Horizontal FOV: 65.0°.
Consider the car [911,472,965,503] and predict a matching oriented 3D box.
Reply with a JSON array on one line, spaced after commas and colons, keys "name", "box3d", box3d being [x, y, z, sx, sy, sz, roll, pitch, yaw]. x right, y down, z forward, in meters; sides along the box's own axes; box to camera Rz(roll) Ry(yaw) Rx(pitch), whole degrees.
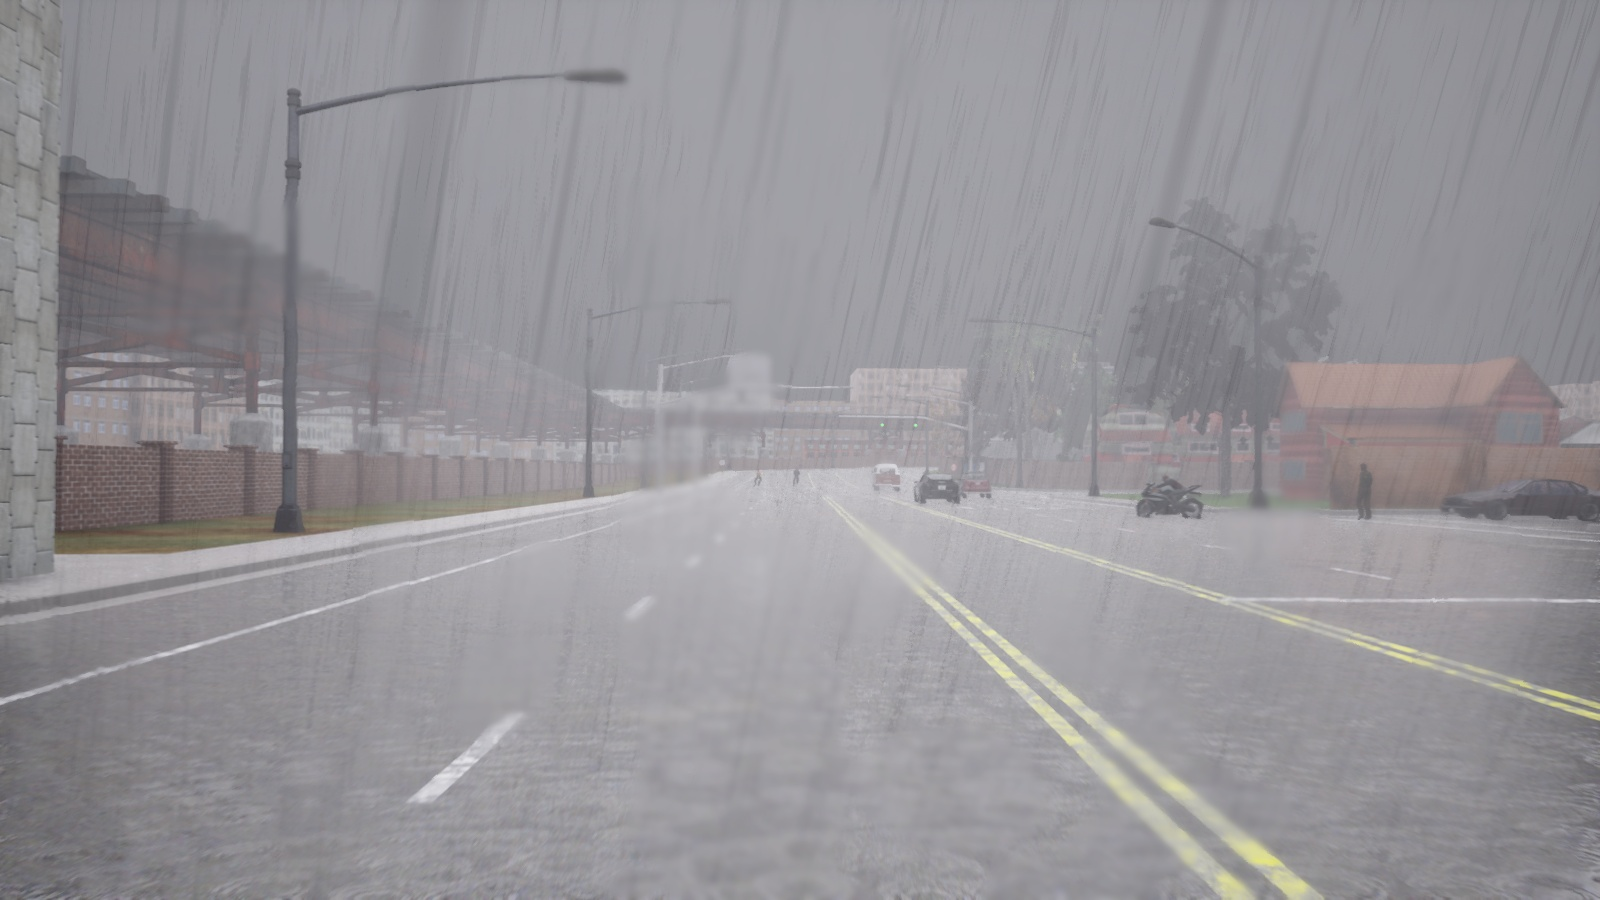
[{"name": "car", "box3d": [6.839, 1.840, 62.904, 2.163, 1.488, 4.792, 0, -1, 0]}]

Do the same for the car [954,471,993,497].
[{"name": "car", "box3d": [10.309, 2.004, 74.788, 1.789, 1.549, 3.705, 0, -1, 0]}]

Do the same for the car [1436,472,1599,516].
[{"name": "car", "box3d": [24.431, 1.467, 41.949, 5.357, 1.411, 2.033, 0, -1, -1]}]

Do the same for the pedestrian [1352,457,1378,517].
[{"name": "pedestrian", "box3d": [18.175, 1.189, 40.424, 0.395, 1.930, 0.692, 0, -1, -14]}]

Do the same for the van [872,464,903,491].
[{"name": "van", "box3d": [6.750, 2.119, 97.200, 2.069, 2.038, 4.480, 0, -1, 0]}]

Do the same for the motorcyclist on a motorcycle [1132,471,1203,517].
[{"name": "motorcyclist on a motorcycle", "box3d": [12.507, 1.515, 42.755, 2.191, 1.530, 0.866, -1, -3, 25]}]
